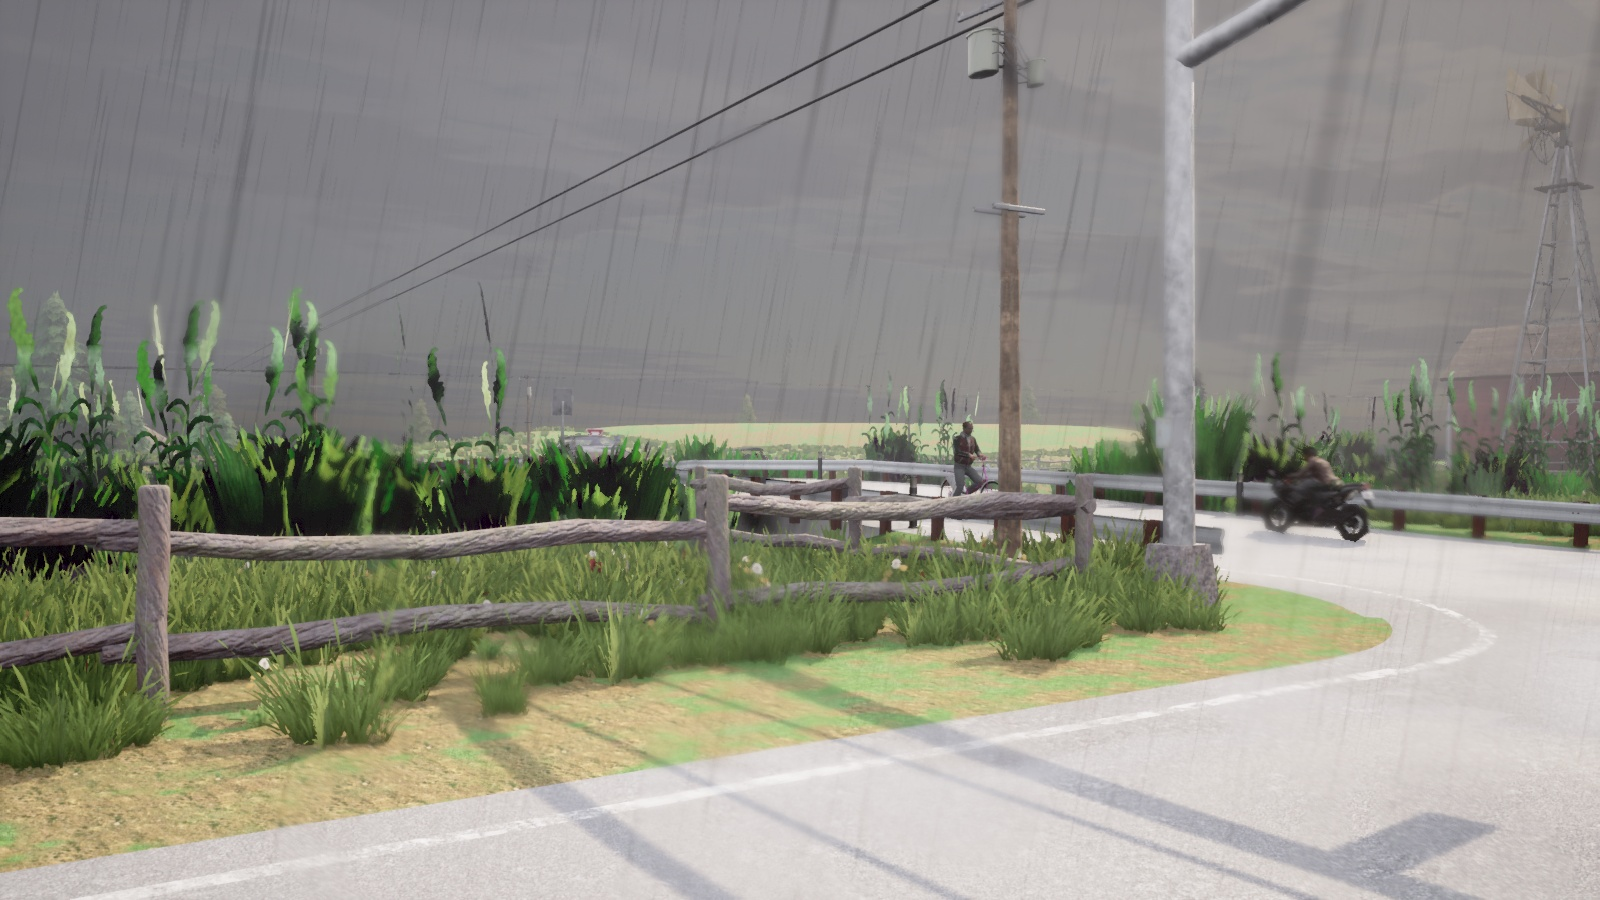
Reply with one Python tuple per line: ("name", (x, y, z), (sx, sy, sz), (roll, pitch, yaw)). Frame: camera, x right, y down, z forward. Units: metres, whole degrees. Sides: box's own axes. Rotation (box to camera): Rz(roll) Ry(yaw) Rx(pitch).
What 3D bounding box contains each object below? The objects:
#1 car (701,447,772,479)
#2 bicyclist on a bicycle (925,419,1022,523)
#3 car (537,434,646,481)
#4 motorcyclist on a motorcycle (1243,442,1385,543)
("car", (-3.830, 0.769, 75.943), (3.866, 1.878, 1.905), (0, 0, -32))
("bicyclist on a bicycle", (3.128, 0.348, 22.816), (0.659, 1.776, 1.843), (0, 2, -32))
("car", (-6.524, 0.258, 38.943), (1.994, 1.385, 4.181), (0, -1, -30))
("motorcyclist on a motorcycle", (8.511, 0.669, 20.892), (0.797, 1.523, 2.044), (0, 2, -33))
